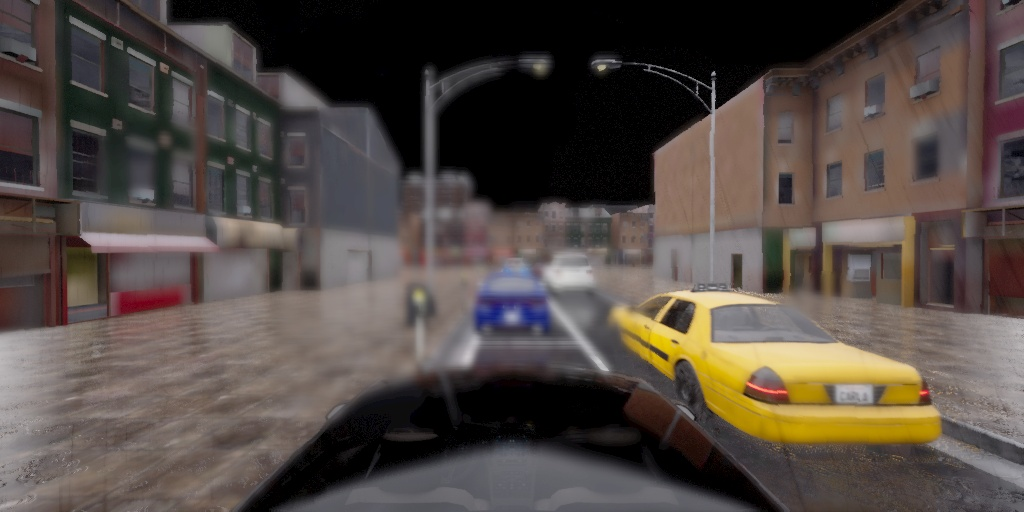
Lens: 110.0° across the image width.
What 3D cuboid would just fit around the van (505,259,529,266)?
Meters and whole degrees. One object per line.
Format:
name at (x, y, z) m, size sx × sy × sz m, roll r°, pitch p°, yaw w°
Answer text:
van at (0.382, 1.095, 27.349) m, size 1.690 × 1.789 × 3.998 m, roll 0°, pitch 0°, yaw 0°

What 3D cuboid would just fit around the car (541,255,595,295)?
car at (3.053, 0.974, 19.819) m, size 2.150 × 2.045 × 5.566 m, roll 0°, pitch 0°, yaw 0°

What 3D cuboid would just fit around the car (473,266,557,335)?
car at (0.006, 1.227, 10.501) m, size 1.882 × 1.535 × 5.008 m, roll 0°, pitch 0°, yaw 0°

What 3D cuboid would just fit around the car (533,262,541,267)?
car at (3.068, 1.324, 36.229) m, size 1.994 × 1.385 × 4.181 m, roll 0°, pitch 0°, yaw 1°

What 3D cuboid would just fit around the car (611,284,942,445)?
car at (3.021, 1.205, 5.721) m, size 1.801 × 1.575 × 5.366 m, roll 0°, pitch 0°, yaw 0°
